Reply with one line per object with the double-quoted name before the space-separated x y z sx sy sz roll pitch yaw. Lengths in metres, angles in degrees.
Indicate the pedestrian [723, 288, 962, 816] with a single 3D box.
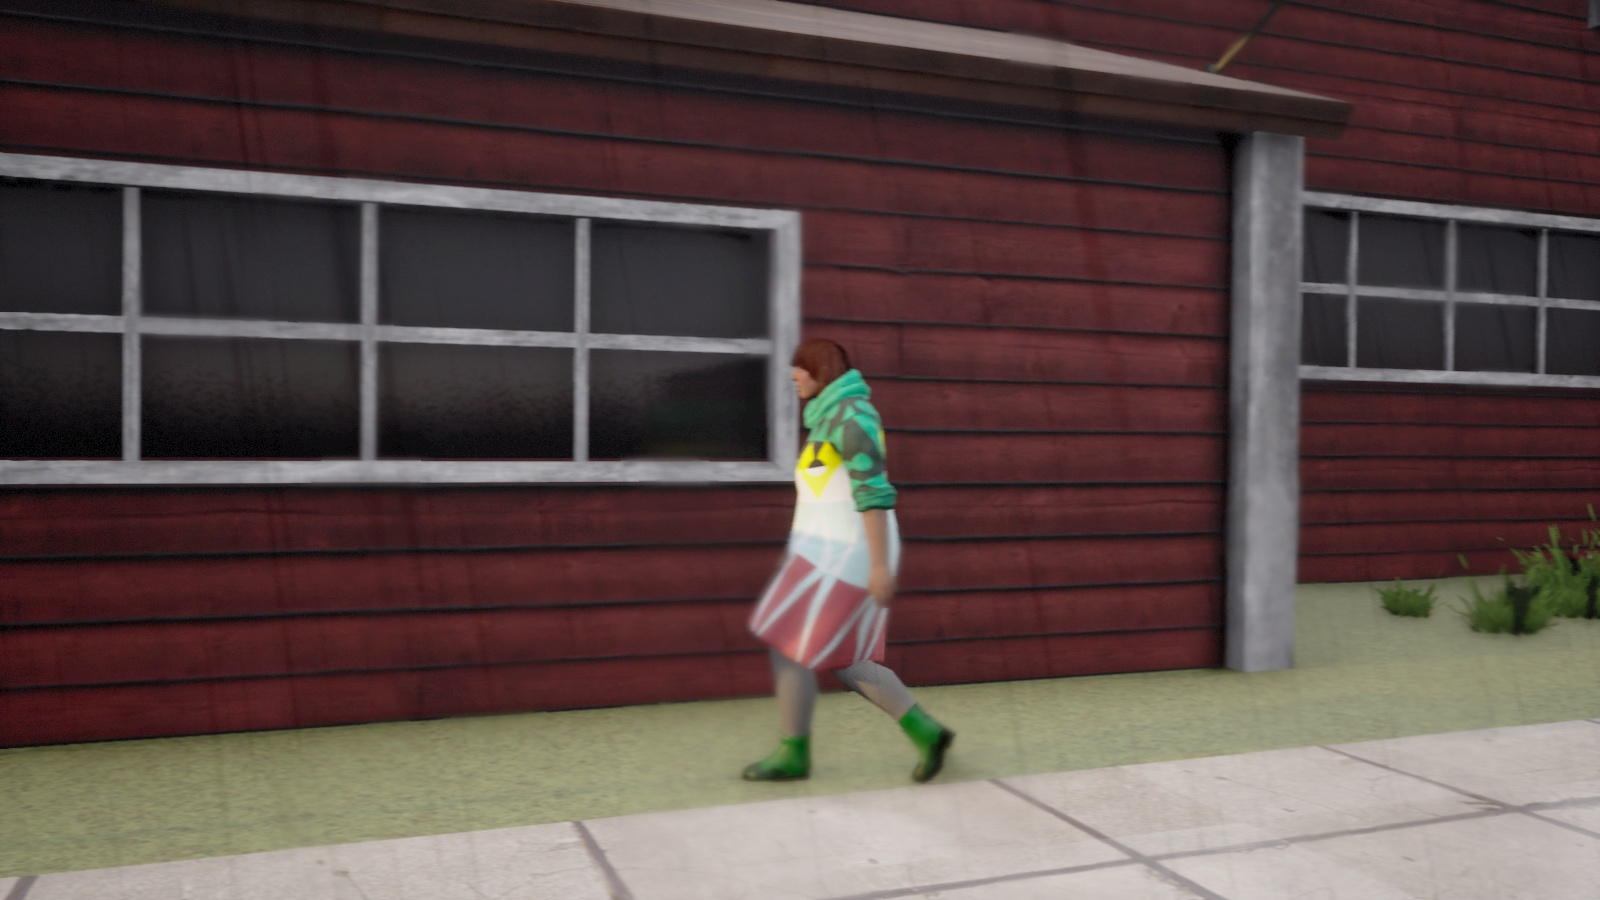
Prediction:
"pedestrian" 0.185 0.378 5.001 0.873 1.952 0.659 -1 1 5
